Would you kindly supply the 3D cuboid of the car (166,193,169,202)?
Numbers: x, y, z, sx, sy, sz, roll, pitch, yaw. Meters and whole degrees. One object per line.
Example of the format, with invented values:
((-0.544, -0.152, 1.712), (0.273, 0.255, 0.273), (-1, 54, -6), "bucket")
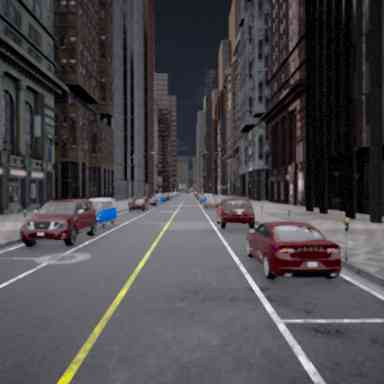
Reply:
((-6.155, 1.391, 66.059), (1.947, 1.339, 4.313), (0, 0, 0), "car")

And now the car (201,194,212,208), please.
((2.505, 1.373, 43.747), (1.752, 1.417, 4.829), (0, 0, 0), "car")

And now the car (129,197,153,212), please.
((-5.984, 1.446, 37.876), (1.887, 1.381, 4.507), (0, 0, 0), "car")

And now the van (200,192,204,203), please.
((2.471, 1.174, 49.212), (1.690, 1.788, 3.998), (0, 0, 0), "van")

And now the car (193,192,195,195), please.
((2.196, 1.029, 94.303), (2.192, 1.841, 5.009), (0, 0, 0), "car")

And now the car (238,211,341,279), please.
((2.713, 1.498, 9.760), (1.887, 1.381, 4.507), (0, 0, 0), "car")

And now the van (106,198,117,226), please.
((-5.882, 1.294, 20.965), (1.690, 1.788, 3.998), (0, 0, 0), "van")

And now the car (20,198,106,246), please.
((-5.848, 1.286, 15.329), (2.192, 1.841, 5.009), (0, 0, 0), "car")

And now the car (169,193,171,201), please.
((-6.189, 1.376, 71.696), (1.947, 1.339, 4.313), (0, 0, 0), "car")

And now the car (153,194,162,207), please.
((-6.052, 1.437, 49.149), (1.947, 1.339, 4.313), (0, 0, 0), "car")

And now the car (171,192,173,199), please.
((-6.226, 1.111, 77.331), (2.192, 1.841, 5.009), (0, 0, 0), "car")

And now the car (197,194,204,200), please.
((2.232, 1.294, 88.667), (1.947, 1.339, 4.313), (0, 0, 0), "car")

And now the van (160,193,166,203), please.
((-6.123, 1.182, 60.422), (1.690, 1.788, 3.998), (0, 0, 0), "van")

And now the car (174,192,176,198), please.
((-6.328, 1.191, 94.242), (1.967, 1.590, 4.097), (0, 0, 0), "car")

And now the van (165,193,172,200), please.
((-6.294, 1.107, 88.605), (1.690, 1.788, 3.998), (0, 0, 0), "van")

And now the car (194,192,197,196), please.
((2.266, 1.183, 83.030), (1.967, 1.590, 4.097), (0, 0, 0), "car")

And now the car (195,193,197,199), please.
((2.335, 1.324, 71.758), (2.008, 1.369, 4.403), (0, 0, 0), "car")

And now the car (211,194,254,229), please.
((2.642, 1.230, 21.032), (2.192, 1.841, 5.009), (0, 0, 0), "car")

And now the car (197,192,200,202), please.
((2.403, 1.243, 60.485), (1.967, 1.590, 4.097), (0, 0, 0), "car")

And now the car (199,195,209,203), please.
((2.368, 1.313, 66.292), (1.752, 1.417, 4.829), (0, 0, 0), "car")
